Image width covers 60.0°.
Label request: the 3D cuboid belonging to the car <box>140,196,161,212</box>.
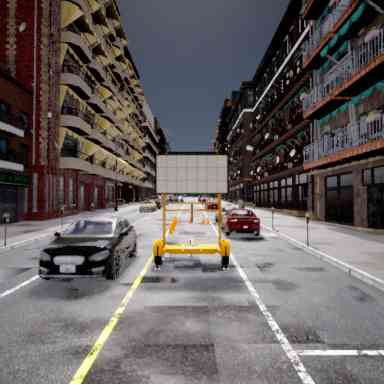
[{"bbox_3d":[-5.257,1.594,40.376,1.752,1.417,4.829,2,0,0],"label":"car"}]

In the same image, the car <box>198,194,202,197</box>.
[{"bbox_3d":[2.649,1.706,68.128,1.887,1.381,4.507,1,0,0],"label":"car"}]

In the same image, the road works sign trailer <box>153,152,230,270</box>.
[{"bbox_3d":[0.000,0.474,11.043,2.380,3.560,2.880,0,0,0],"label":"road works sign trailer"}]

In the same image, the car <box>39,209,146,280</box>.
[{"bbox_3d":[-2.840,1.500,10.047,2.128,1.511,4.902,0,0,0],"label":"car"}]

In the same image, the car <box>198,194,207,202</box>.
[{"bbox_3d":[2.636,1.551,84.723,2.192,1.841,5.009,1,0,0],"label":"car"}]

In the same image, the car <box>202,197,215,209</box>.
[{"bbox_3d":[2.622,1.613,40.475,1.887,1.381,4.507,1,0,0],"label":"car"}]

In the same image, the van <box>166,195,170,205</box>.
[{"bbox_3d":[-5.236,1.459,57.136,1.690,1.788,3.998,2,0,0],"label":"van"}]

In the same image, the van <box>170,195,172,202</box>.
[{"bbox_3d":[-5.232,1.480,62.668,1.690,1.788,3.998,1,0,0],"label":"van"}]

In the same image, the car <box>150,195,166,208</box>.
[{"bbox_3d":[-5.246,1.399,46.078,2.192,1.841,5.009,2,0,0],"label":"car"}]

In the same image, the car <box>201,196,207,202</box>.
[{"bbox_3d":[2.627,1.634,46.006,2.008,1.369,4.403,1,0,0],"label":"car"}]

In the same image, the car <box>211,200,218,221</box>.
[{"bbox_3d":[2.607,1.555,24.054,1.752,1.417,4.829,1,0,0],"label":"car"}]

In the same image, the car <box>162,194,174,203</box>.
[{"bbox_3d":[-5.220,1.501,73.729,2.192,1.841,5.009,1,0,0],"label":"car"}]

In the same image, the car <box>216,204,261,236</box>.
[{"bbox_3d":[2.601,1.565,18.352,1.887,1.381,4.507,1,0,0],"label":"car"}]

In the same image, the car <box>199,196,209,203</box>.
[{"bbox_3d":[2.664,1.625,73.660,1.967,1.590,4.097,1,0,0],"label":"car"}]

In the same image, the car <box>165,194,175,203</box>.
[{"bbox_3d":[-5.215,1.525,79.259,2.192,1.841,5.009,1,0,0],"label":"car"}]

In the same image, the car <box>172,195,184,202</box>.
[{"bbox_3d":[-2.682,1.669,72.001,2.128,1.511,4.902,0,0,0],"label":"car"}]

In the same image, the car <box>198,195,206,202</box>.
[{"bbox_3d":[2.644,1.684,62.598,1.887,1.381,4.507,1,0,0],"label":"car"}]

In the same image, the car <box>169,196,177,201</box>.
[{"bbox_3d":[-5.211,1.830,90.320,1.947,1.339,4.313,1,0,0],"label":"car"}]
